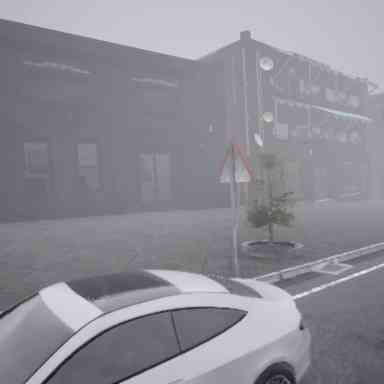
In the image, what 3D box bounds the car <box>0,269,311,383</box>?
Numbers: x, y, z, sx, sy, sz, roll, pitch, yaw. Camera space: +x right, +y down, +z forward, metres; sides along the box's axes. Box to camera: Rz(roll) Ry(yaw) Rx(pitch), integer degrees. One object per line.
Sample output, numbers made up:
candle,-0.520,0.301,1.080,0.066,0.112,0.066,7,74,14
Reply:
car,-0.862,1.538,2.848,4.674,1.442,1.812,-3,1,-36
